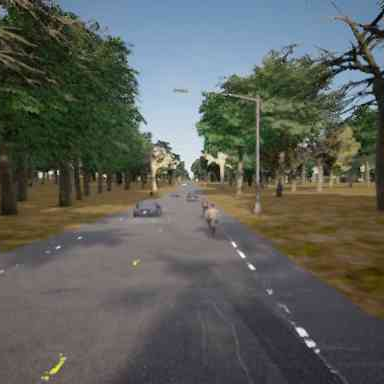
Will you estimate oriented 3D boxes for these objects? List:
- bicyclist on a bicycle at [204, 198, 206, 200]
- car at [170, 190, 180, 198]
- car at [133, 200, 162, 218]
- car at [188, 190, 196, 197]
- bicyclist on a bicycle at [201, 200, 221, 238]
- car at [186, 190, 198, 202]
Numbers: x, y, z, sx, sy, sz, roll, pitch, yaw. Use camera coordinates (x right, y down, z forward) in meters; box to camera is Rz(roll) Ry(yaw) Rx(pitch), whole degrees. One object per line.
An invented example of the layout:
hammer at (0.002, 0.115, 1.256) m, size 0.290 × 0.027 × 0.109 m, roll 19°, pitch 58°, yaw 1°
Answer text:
bicyclist on a bicycle at (0.956, 1.260, 24.445) m, size 0.582 × 1.620 × 1.656 m, roll 0°, pitch 1°, yaw 0°
car at (-3.526, 0.444, 68.832) m, size 1.837 × 1.490 × 4.892 m, roll 0°, pitch 2°, yaw 0°
car at (-3.607, 1.330, 27.390) m, size 1.994 × 1.385 × 4.181 m, roll 0°, pitch 1°, yaw 0°
car at (-0.028, 0.273, 74.158) m, size 1.837 × 1.490 × 4.892 m, roll 0°, pitch 2°, yaw 0°
bicyclist on a bicycle at (0.991, 1.343, 15.915) m, size 0.866 × 1.612 × 1.509 m, roll 0°, pitch 1°, yaw 0°
car at (0.070, 0.777, 55.918) m, size 2.128 × 1.511 × 4.902 m, roll 0°, pitch 1°, yaw 0°
